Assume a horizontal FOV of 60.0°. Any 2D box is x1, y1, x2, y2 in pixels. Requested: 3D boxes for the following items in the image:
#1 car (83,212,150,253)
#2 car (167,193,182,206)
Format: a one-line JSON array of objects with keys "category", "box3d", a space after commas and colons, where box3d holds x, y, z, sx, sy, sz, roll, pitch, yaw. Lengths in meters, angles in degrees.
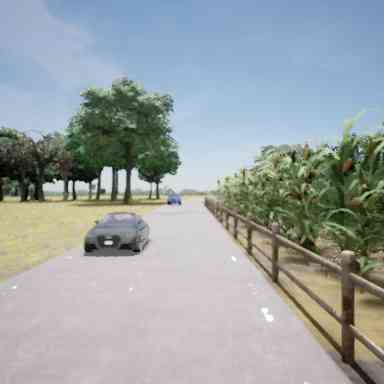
[{"category": "car", "box3d": [-2.852, 1.531, 13.364, 1.994, 1.385, 4.181, 0, 0, 0]}, {"category": "car", "box3d": [-2.839, 1.162, 54.439, 2.150, 2.045, 5.566, 0, 0, 0]}]
